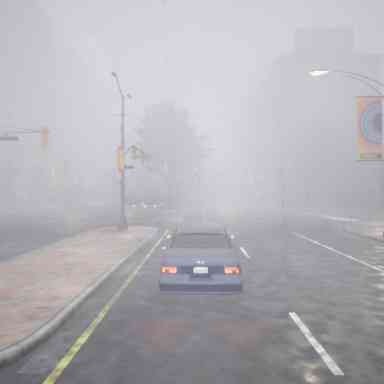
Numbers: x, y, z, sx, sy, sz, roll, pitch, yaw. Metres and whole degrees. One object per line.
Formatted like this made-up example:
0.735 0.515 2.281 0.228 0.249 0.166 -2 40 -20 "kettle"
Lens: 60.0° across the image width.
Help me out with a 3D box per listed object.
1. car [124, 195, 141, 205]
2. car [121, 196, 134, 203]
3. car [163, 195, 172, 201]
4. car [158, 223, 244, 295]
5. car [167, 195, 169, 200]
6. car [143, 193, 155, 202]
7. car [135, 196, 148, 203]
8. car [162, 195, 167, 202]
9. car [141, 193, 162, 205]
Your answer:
-10.537 1.340 57.817 2.097 1.767 4.553 0 0 1 "car"
-13.491 1.581 69.781 1.895 1.301 4.718 0 0 1 "car"
-6.434 1.460 86.581 1.882 1.535 5.008 0 0 1 "car"
0.225 1.546 8.891 2.033 1.411 5.357 0 0 1 "car"
-6.618 1.510 76.487 2.128 1.511 4.902 0 0 1 "car"
-10.079 1.209 78.678 2.150 2.045 5.566 0 0 1 "car"
-10.281 1.491 67.992 1.837 1.490 4.892 0 0 1 "car"
-6.824 1.338 66.713 2.097 1.767 4.553 0 0 1 "car"
-7.037 1.340 57.941 2.097 1.767 4.553 0 0 1 "car"
